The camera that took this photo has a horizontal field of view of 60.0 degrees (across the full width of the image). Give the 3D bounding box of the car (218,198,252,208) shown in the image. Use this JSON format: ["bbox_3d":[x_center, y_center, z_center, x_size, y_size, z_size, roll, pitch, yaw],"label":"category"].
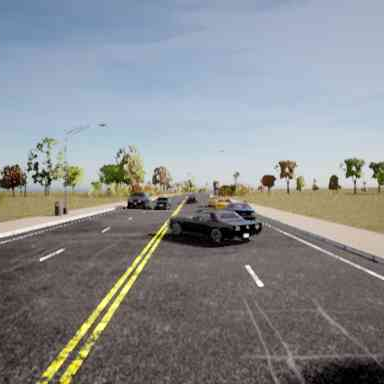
[{"bbox_3d":[3.259,1.417,23.471,2.033,1.411,5.357,0,0,0],"label":"car"}]

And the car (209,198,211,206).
[{"bbox_3d":[3.267,1.199,45.660,1.801,1.575,5.366,0,0,0],"label":"car"}]

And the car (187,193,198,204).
[{"bbox_3d":[0.049,1.227,56.762,2.033,1.411,5.357,0,0,1],"label":"car"}]

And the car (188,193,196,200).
[{"bbox_3d":[0.029,1.048,78.559,1.837,1.490,4.892,0,0,0],"label":"car"}]

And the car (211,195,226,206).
[{"bbox_3d":[3.263,1.262,34.660,1.801,1.575,5.366,0,0,0],"label":"car"}]

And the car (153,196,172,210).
[{"bbox_3d":[-3.331,1.290,38.374,1.837,1.490,4.892,0,0,0],"label":"car"}]

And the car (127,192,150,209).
[{"bbox_3d":[-6.579,0.989,41.330,2.150,2.045,5.566,0,0,0],"label":"car"}]

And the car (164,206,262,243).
[{"bbox_3d":[0.884,1.514,15.603,1.895,1.301,4.718,0,0,-38],"label":"car"}]
